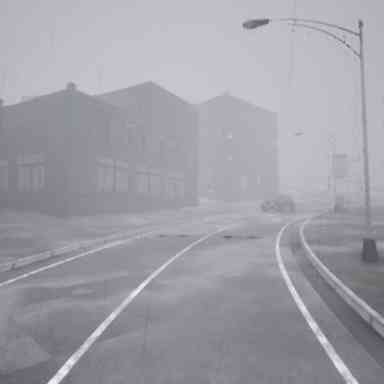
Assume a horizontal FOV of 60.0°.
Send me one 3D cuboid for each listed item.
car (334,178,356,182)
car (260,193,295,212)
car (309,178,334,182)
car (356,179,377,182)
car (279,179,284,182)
[{"bbox_3d":[37.348,-2.634,83.337,4.892,1.521,2.231,0,-5,-2],"label":"car"},{"bbox_3d":[9.869,1.218,37.971,2.150,2.045,5.566,-4,-2,39],"label":"car"},{"bbox_3d":[31.831,-2.634,83.148,4.892,1.521,2.231,0,-5,-2],"label":"car"},{"bbox_3d":[42.888,-2.569,83.625,4.674,1.452,2.002,0,-5,-3],"label":"car"},{"bbox_3d":[20.895,-2.734,82.799,4.553,1.767,2.185,0,-5,-2],"label":"car"}]
